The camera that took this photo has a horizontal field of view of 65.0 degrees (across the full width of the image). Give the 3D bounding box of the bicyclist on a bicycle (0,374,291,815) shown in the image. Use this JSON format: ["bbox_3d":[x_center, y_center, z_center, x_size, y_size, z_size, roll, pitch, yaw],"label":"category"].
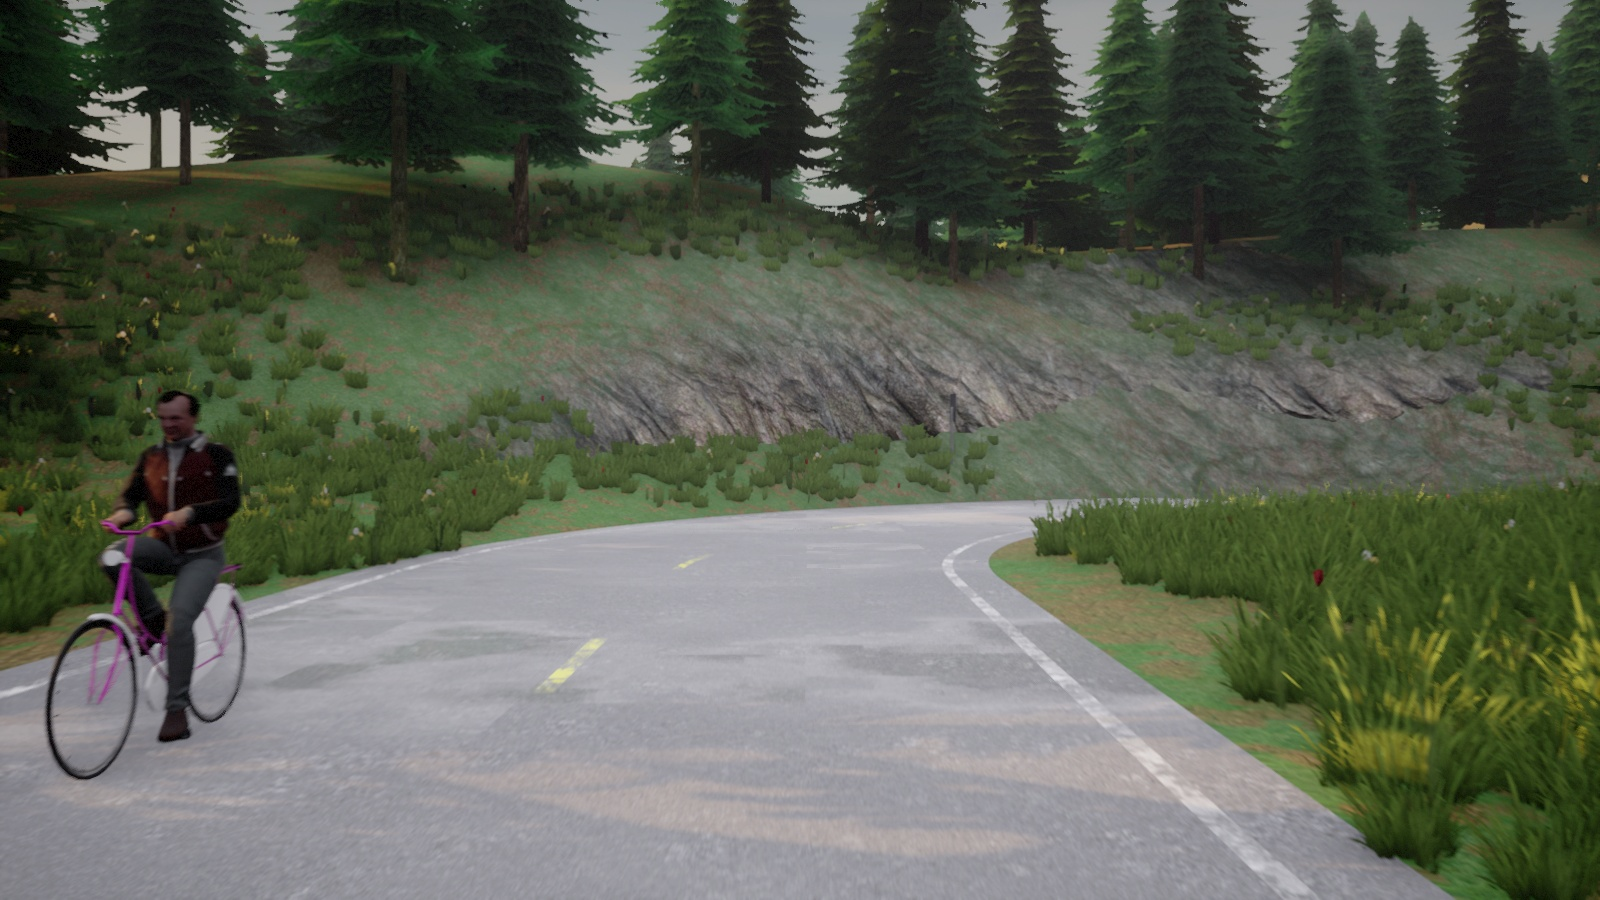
[{"bbox_3d":[-3.140,0.581,5.983,0.659,1.776,1.843,0,0,1],"label":"bicyclist on a bicycle"}]
